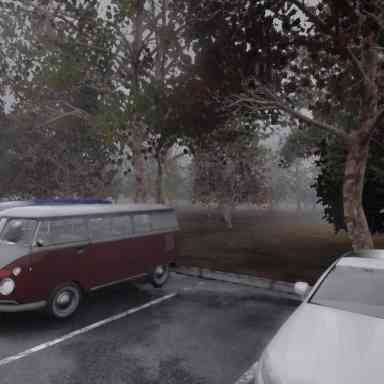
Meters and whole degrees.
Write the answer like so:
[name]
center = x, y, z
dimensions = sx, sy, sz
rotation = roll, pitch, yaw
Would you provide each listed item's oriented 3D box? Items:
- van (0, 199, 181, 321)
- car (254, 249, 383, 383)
[van]
center = -2.194, 1.255, 7.197
dimensions = 1.878, 1.987, 4.442
rotation = 0, 0, 36
[car]
center = 2.402, 1.520, 4.050
dimensions = 2.002, 1.452, 4.674
rotation = 0, 0, 36
